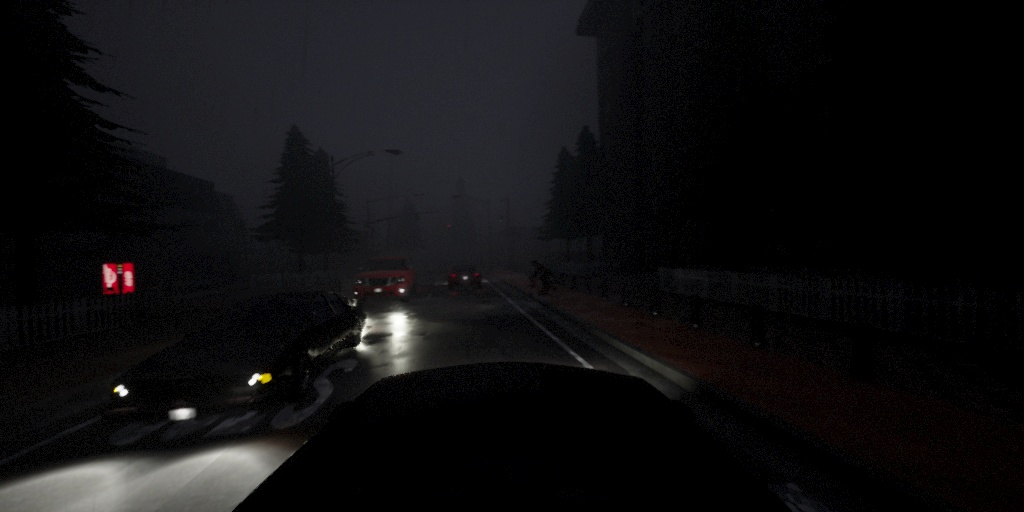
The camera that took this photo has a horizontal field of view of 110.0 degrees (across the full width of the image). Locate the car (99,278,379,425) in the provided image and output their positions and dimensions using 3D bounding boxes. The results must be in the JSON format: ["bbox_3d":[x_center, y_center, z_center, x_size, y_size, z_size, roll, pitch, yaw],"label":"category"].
[{"bbox_3d":[-4.193,1.400,6.703,2.033,1.411,5.357,-2,1,-9],"label":"car"}]

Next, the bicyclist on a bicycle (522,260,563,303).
[{"bbox_3d":[1.129,0.928,13.940,1.656,1.620,0.582,-10,2,-9],"label":"bicyclist on a bicycle"}]

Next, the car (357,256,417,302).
[{"bbox_3d":[-5.904,1.025,17.292,2.150,2.045,5.566,-2,1,-9],"label":"car"}]

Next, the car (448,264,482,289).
[{"bbox_3d":[-2.974,1.209,22.374,1.994,1.385,4.181,-2,1,-9],"label":"car"}]
